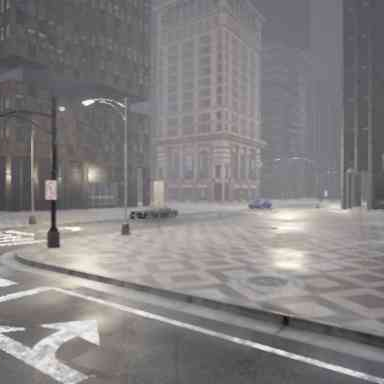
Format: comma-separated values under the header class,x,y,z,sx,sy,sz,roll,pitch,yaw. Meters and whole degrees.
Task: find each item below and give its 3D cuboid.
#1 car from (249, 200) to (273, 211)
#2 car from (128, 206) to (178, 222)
class,x,y,z,sx,sy,sz,roll,pitch,yaw
car,9.857,1.840,47.593,1.882,1.535,5.008,0,0,36
car,-3.326,1.835,29.079,1.895,1.301,4.718,0,0,35
